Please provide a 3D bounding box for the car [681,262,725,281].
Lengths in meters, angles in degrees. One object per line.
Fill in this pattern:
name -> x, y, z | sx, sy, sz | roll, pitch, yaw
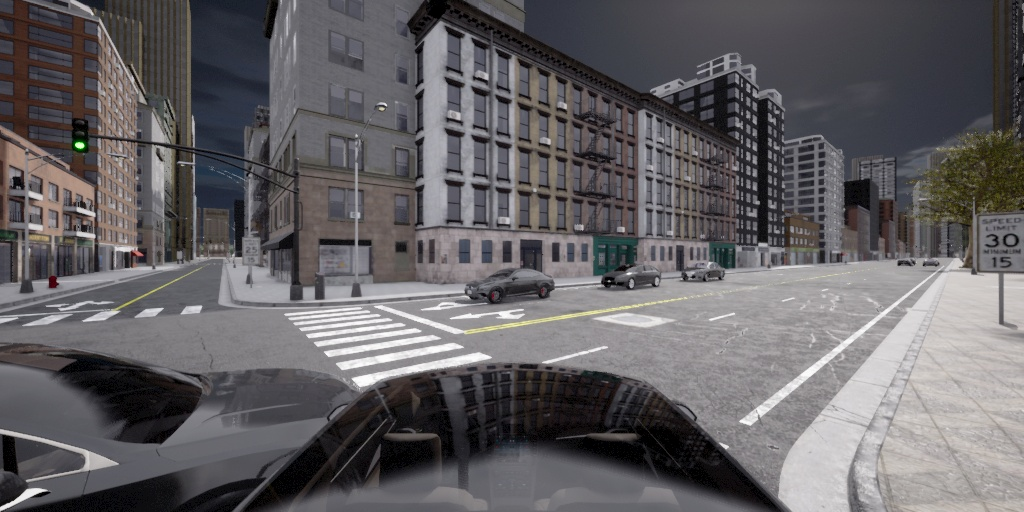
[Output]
car -> 15.731, 1.235, 29.434 | 4.902, 1.511, 2.128 | 0, 0, -39

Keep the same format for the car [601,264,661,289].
car -> 7.706, 1.258, 22.982 | 4.892, 1.490, 1.837 | 0, 0, -39

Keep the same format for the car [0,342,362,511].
car -> -3.218, 1.257, 1.811 | 4.892, 1.490, 1.837 | 0, 0, -34

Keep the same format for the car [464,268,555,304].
car -> 0.000, 1.287, 16.775 | 4.674, 1.442, 1.812 | 0, 0, -39
